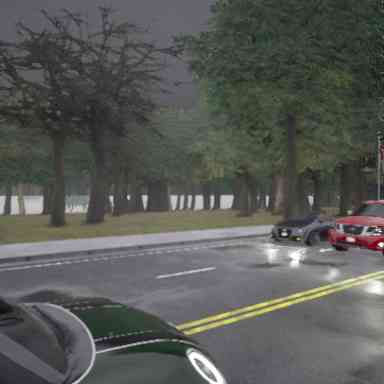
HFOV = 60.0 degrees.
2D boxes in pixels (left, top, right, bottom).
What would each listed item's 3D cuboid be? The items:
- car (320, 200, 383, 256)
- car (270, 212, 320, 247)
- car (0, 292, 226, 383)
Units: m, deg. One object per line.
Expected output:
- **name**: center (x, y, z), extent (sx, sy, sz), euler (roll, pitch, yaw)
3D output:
- **car**: center (7.813, 1.335, 13.279), extent (5.566, 2.045, 2.150), euler (1, 0, -36)
- **car**: center (5.661, 1.675, 15.735), extent (4.181, 1.385, 1.994), euler (1, 0, -36)
- **car**: center (-1.872, 1.350, 2.106), extent (4.553, 1.767, 2.097), euler (0, 0, -35)
